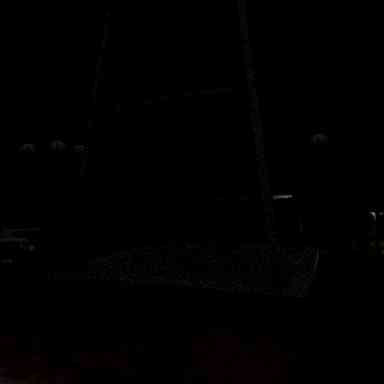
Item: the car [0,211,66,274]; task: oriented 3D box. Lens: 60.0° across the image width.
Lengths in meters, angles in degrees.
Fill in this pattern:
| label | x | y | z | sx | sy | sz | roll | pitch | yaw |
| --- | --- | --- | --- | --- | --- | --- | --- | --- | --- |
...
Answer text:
| label | x | y | z | sx | sy | sz | roll | pitch | yaw |
| --- | --- | --- | --- | --- | --- | --- | --- | --- | --- |
| car | -5.698 | 1.638 | 11.552 | 1.905 | 1.878 | 3.866 | -1 | -1 | -8 |
